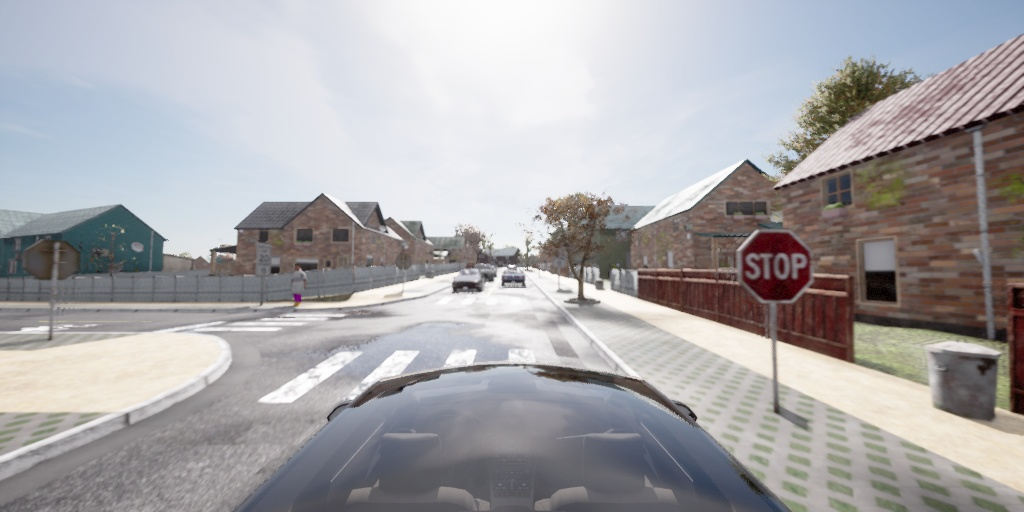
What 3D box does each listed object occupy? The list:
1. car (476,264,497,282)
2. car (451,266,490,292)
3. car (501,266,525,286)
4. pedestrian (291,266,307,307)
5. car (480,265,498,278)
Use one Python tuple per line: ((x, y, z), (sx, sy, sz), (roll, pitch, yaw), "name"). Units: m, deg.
((-2.836, 1.563, 35.280), (2.097, 1.767, 4.553), (0, -1, 0), "car")
((-2.846, 1.602, 24.469), (2.033, 1.411, 5.357), (0, -1, 0), "car")
((0.105, 1.733, 29.966), (1.895, 1.301, 4.718), (0, -1, 0), "car")
((-9.907, 1.369, 16.598), (0.375, 1.860, 0.375), (0, -2, 5), "pedestrian")
((-2.831, 1.917, 45.404), (2.033, 1.411, 5.357), (0, -1, 0), "car")
